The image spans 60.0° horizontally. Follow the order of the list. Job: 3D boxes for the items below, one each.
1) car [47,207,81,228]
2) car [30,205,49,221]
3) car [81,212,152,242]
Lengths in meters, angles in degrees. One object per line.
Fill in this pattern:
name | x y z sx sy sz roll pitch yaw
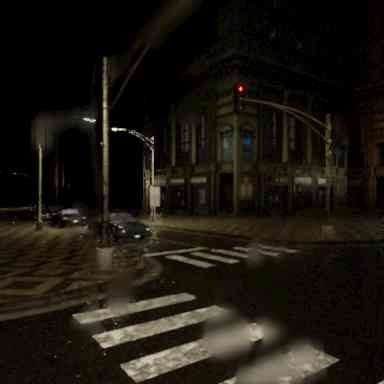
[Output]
car | -10.020 2.078 27.007 1.994 1.385 4.181 0 -1 -35
car | -15.910 2.198 35.331 1.837 1.490 4.892 0 -1 -35
car | -4.286 1.889 18.917 2.033 1.411 5.357 0 -1 -35
